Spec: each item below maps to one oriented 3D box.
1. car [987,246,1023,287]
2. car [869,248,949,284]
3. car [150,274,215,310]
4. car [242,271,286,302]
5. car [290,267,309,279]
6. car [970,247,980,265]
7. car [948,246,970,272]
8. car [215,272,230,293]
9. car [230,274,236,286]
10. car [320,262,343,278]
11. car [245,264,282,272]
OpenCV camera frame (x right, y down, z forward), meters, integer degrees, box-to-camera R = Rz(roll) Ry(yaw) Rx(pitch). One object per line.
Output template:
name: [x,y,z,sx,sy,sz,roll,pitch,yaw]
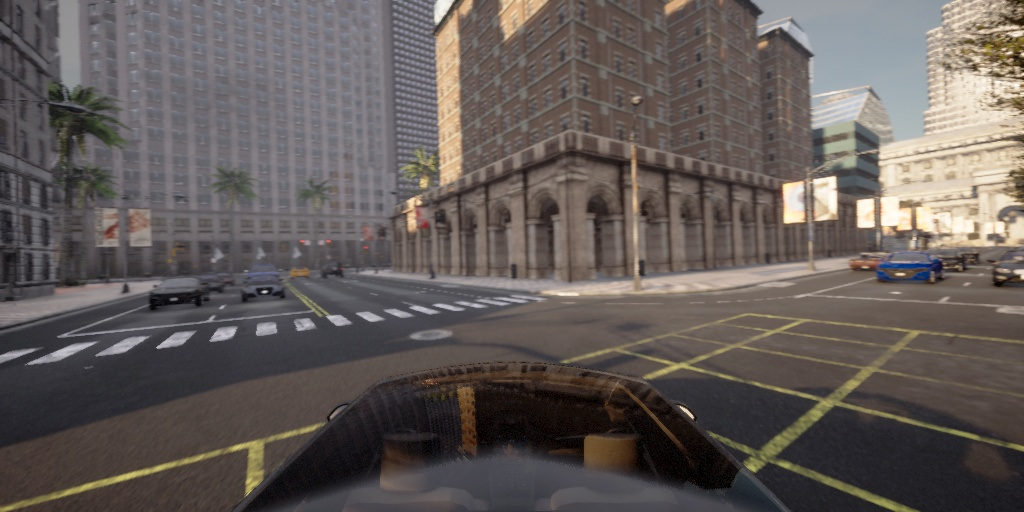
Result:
car: [22.040,0.481,15.249,4.902,1.511,2.128,-2,0,-34]
car: [20.402,0.522,18.366,5.008,1.535,1.882,-2,0,-34]
car: [-17.311,1.817,18.887,1.882,1.535,5.008,-2,0,-35]
car: [-14.594,1.809,21.101,1.994,1.385,4.181,-2,0,-35]
car: [-27.868,2.171,47.026,1.882,1.535,5.008,-2,0,-34]
car: [37.348,-0.036,29.906,4.892,1.490,1.837,-2,0,-34]
car: [28.848,0.258,24.069,4.892,1.490,1.837,-2,0,-34]
car: [-22.925,2.093,27.027,1.994,1.385,4.181,-2,0,-35]
car: [-28.547,2.284,35.343,1.994,1.385,4.181,-2,0,-34]
car: [-23.556,1.769,46.848,2.150,2.045,5.566,-2,0,-34]
car: [-19.973,1.649,28.903,2.150,2.045,5.566,-2,0,-34]
